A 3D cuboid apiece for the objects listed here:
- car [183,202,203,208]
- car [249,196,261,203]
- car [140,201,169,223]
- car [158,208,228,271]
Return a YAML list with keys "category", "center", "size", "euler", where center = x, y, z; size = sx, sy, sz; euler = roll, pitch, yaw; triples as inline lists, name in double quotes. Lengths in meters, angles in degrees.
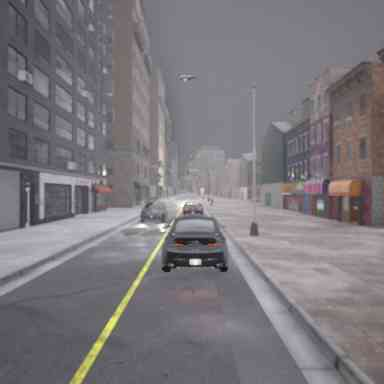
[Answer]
- category: "car"
  center: [0.097, 1.586, 32.467]
  size: [1.895, 1.301, 4.718]
  euler: [0, 0, 0]
- category: "car"
  center: [13.886, 1.501, 66.478]
  size: [4.829, 1.417, 1.752]
  euler: [0, -1, 0]
- category: "car"
  center: [-2.849, 1.500, 25.745]
  size: [1.837, 1.490, 4.892]
  euler: [0, 0, 0]
- category: "car"
  center: [0.092, 1.515, 10.936]
  size: [1.837, 1.490, 4.892]
  euler: [0, 1, 0]
